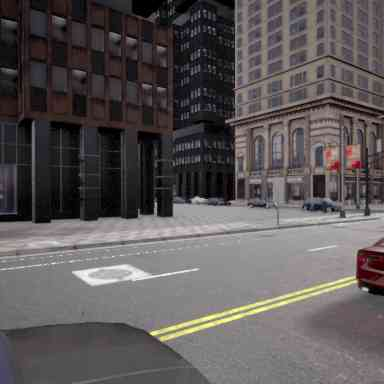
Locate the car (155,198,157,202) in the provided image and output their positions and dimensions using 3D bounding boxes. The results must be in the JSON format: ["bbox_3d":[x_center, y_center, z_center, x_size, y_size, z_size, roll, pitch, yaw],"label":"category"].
[{"bbox_3d":[-6.703,1.595,73.909,2.128,1.511,4.902,0,0,-35],"label":"car"}]

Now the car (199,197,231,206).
[{"bbox_3d":[3.982,1.594,53.429,2.033,1.411,5.357,0,0,-35],"label":"car"}]

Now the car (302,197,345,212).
[{"bbox_3d":[14.948,1.376,37.897,2.097,1.767,4.553,0,0,-35],"label":"car"}]

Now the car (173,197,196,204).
[{"bbox_3d":[-2.128,1.608,62.138,2.033,1.411,5.357,0,0,-35],"label":"car"}]

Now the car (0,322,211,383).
[{"bbox_3d":[-2.334,1.548,1.779,5.357,1.411,2.033,0,0,-35],"label":"car"}]

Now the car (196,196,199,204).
[{"bbox_3d":[0.822,1.576,63.431,1.812,1.442,4.674,0,0,-35],"label":"car"}]

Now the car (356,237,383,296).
[{"bbox_3d":[5.681,1.477,7.494,5.008,1.535,1.882,0,0,-36],"label":"car"}]

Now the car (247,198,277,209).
[{"bbox_3d":[9.673,1.525,45.363,2.128,1.511,4.902,0,0,-35],"label":"car"}]
